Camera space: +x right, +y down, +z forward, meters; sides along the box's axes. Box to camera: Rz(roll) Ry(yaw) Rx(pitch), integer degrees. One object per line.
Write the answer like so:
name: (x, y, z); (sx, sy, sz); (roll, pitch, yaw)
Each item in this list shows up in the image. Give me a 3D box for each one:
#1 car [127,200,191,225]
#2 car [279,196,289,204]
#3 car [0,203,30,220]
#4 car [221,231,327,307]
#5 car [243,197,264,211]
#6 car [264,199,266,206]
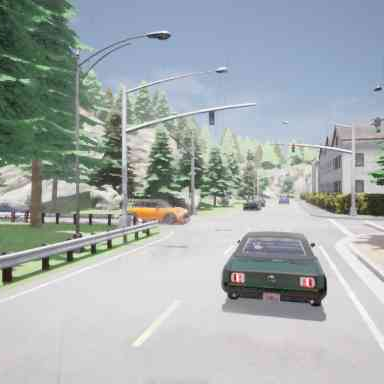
car: (-2.367, 1.361, 23.910); (4.553, 1.767, 2.097); (0, 0, 23)
car: (17.596, 1.547, 63.512); (2.033, 1.411, 5.357); (0, 0, 16)
car: (-15.182, 1.579, 27.790); (4.181, 1.385, 1.994); (0, 0, 15)
car: (2.021, 1.601, 8.106); (1.895, 1.301, 4.718); (0, 0, 15)
car: (7.486, 1.601, 41.228); (1.895, 1.301, 4.718); (0, 0, 16)
car: (10.261, 1.491, 51.035); (2.128, 1.511, 4.902); (0, 0, 16)
